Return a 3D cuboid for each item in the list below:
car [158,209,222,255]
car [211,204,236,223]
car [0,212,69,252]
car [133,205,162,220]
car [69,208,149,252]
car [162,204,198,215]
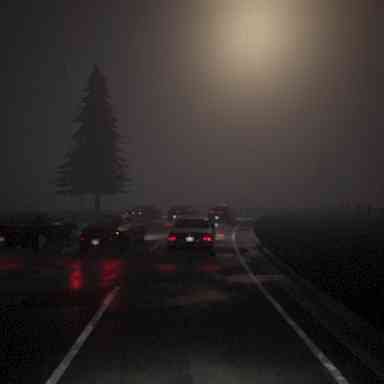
[{"bbox_3d":[0.090,1.680,13.883,2.033,1.411,5.357,0,-1,4],"label":"car"},{"bbox_3d":[2.625,1.780,28.603,1.837,1.490,4.892,0,0,16],"label":"car"},{"bbox_3d":[-6.843,1.621,14.813,1.882,1.535,5.008,0,0,5],"label":"car"},{"bbox_3d":[-4.217,1.836,30.151,2.033,1.411,5.357,0,-1,16],"label":"car"},{"bbox_3d":[-3.359,1.666,14.505,1.812,1.442,4.674,0,0,5],"label":"car"},{"bbox_3d":[-0.748,1.790,29.532,1.837,1.490,4.892,0,0,16],"label":"car"}]
